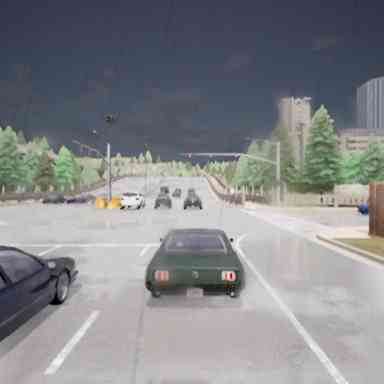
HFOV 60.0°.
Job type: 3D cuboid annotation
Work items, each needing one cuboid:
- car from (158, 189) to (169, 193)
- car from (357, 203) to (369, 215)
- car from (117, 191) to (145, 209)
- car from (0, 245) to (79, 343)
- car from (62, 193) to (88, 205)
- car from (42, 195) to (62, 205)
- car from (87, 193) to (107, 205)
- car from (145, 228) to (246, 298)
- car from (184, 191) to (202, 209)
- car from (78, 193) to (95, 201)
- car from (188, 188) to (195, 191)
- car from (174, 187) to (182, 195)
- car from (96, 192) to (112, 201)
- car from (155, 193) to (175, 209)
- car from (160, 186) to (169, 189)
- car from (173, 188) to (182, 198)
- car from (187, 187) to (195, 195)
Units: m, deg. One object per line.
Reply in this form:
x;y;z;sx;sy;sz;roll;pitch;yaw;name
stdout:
-7.100;0.587;76.687;1.895;1.301;4.718;0;4;0;car
16.999;1.269;28.838;5.008;1.535;1.882;0;0;0;car
-6.896;0.937;39.331;2.150;2.045;5.566;0;0;0;car
-3.431;1.511;4.892;2.033;1.411;5.357;0;0;0;car
-17.576;1.234;50.834;1.895;1.301;4.718;0;0;0;car
-21.073;1.179;51.085;2.033;1.411;5.357;0;0;0;car
-14.080;1.157;51.132;1.812;1.442;4.674;0;1;0;car
0.108;1.540;8.302;1.895;1.301;4.718;0;0;1;car
0.102;1.063;39.996;2.097;1.767;4.553;0;0;0;car
-21.045;0.989;66.530;1.812;1.442;4.674;0;2;0;car
-0.098;0.560;76.276;2.033;1.411;5.357;0;4;0;car
-3.655;-0.328;86.686;2.033;1.411;5.357;0;7;0;car
-17.549;0.942;66.498;1.882;1.535;5.008;0;2;0;car
-3.397;1.213;40.363;1.837;1.490;4.892;0;0;0;car
-7.155;-0.644;86.658;2.150;2.045;5.566;0;7;0;car
-3.600;0.519;76.671;2.128;1.511;4.902;0;4;0;car
-0.155;-0.329;86.705;2.033;1.411;5.357;0;7;0;car
